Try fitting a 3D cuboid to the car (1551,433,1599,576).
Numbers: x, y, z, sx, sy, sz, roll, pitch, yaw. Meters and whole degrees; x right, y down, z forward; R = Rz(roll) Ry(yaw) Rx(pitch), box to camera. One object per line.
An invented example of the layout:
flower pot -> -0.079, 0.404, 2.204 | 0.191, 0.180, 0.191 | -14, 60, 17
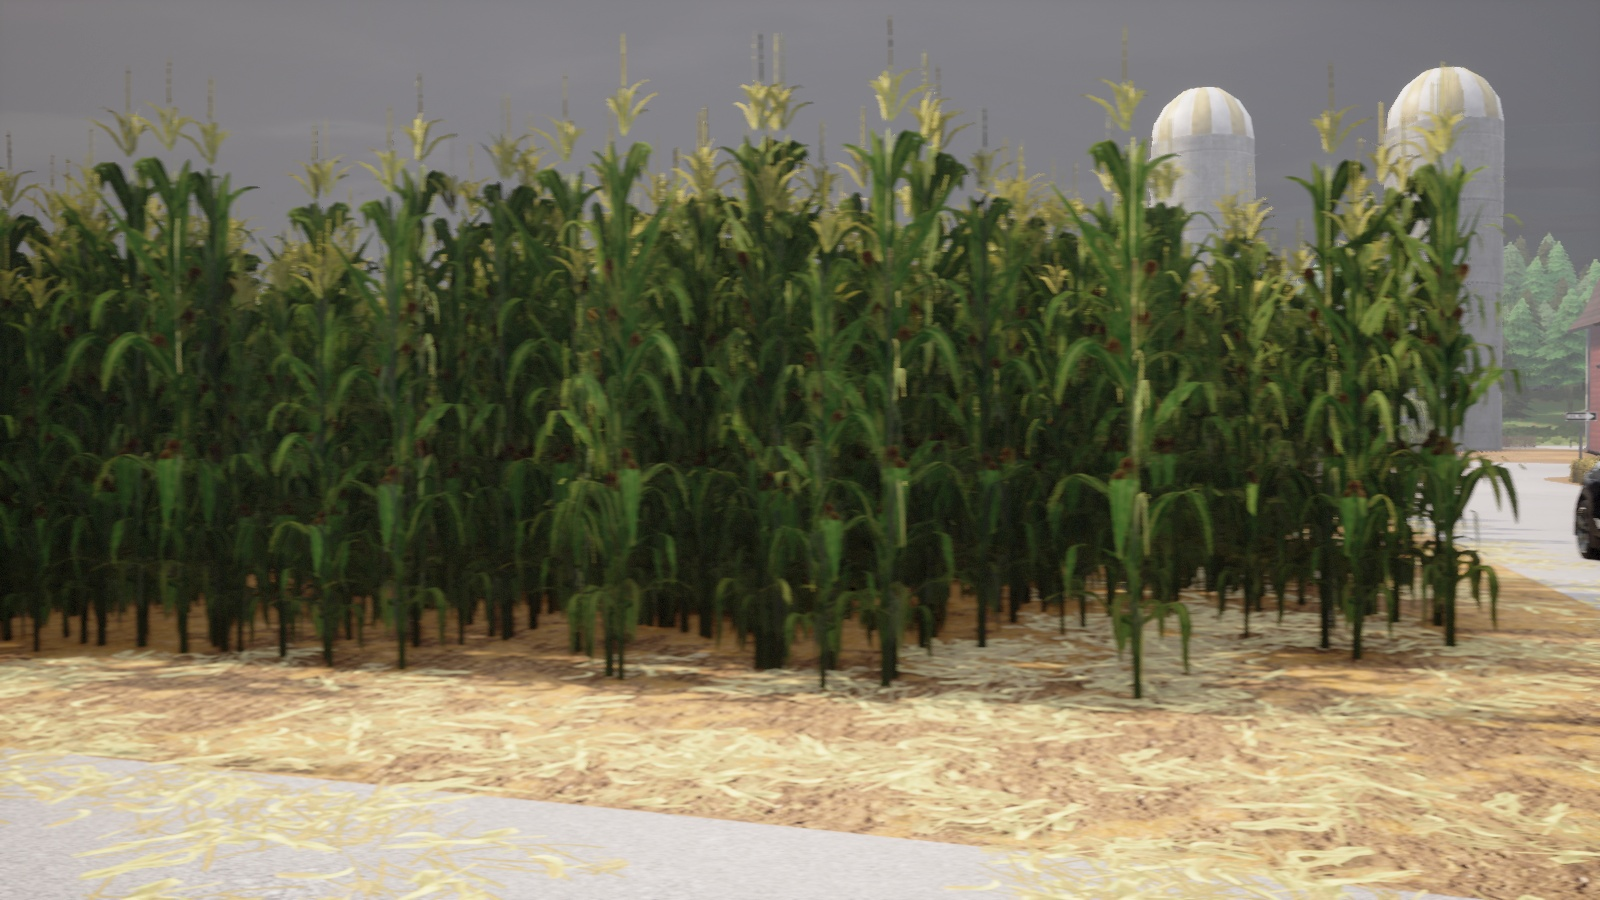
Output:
car -> 10.196, 0.641, 14.102 | 2.033, 1.649, 4.856 | 1, 0, 19
